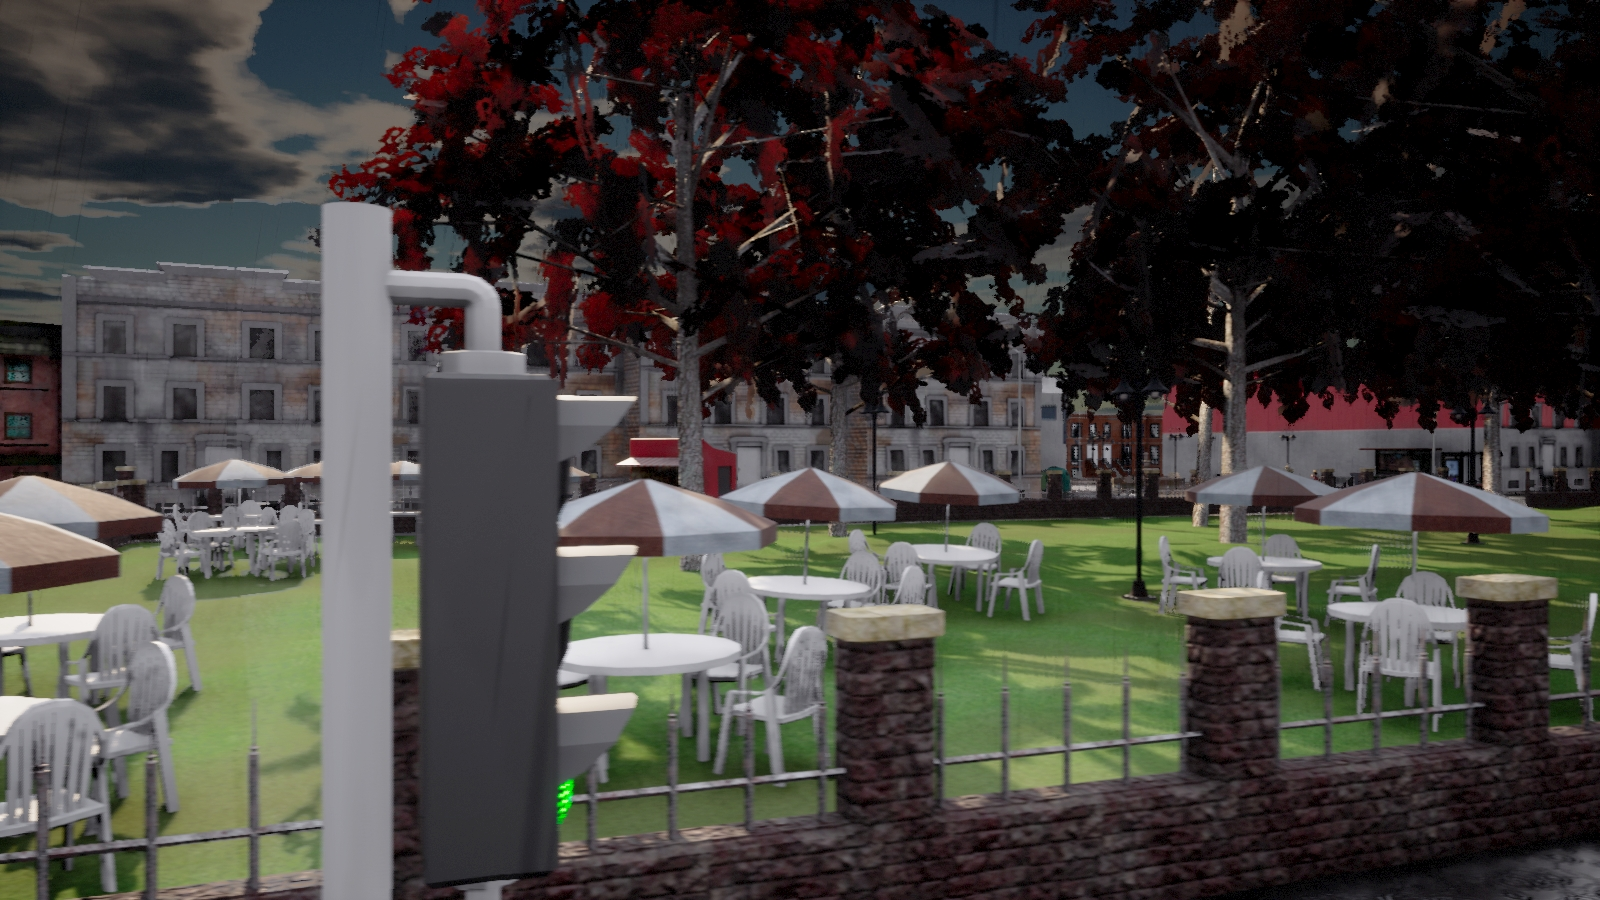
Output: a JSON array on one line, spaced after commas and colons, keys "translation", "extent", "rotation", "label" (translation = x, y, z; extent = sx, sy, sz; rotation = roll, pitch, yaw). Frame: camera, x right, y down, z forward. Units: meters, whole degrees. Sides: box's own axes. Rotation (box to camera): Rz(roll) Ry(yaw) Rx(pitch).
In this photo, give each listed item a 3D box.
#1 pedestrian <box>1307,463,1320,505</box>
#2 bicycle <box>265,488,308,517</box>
[{"translation": [22.918, 1.524, 51.013], "extent": [0.375, 1.860, 0.375], "rotation": [0, 0, -20], "label": "pedestrian"}, {"translation": [-20.053, 2.036, 44.664], "extent": [1.487, 1.080, 0.859], "rotation": [0, 0, -21], "label": "bicycle"}]
